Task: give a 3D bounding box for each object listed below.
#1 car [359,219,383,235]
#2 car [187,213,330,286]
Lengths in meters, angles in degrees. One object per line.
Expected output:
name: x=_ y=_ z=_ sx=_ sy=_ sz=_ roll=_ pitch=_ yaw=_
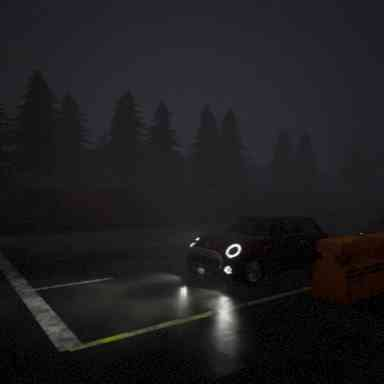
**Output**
car: x=9.817 y=1.738 z=15.281 sx=5.357 sy=1.411 sz=2.033 roll=1 pitch=0 yaw=-35
car: x=2.074 y=1.434 z=9.758 sx=4.553 sy=1.767 sz=2.097 roll=1 pitch=0 yaw=-35
